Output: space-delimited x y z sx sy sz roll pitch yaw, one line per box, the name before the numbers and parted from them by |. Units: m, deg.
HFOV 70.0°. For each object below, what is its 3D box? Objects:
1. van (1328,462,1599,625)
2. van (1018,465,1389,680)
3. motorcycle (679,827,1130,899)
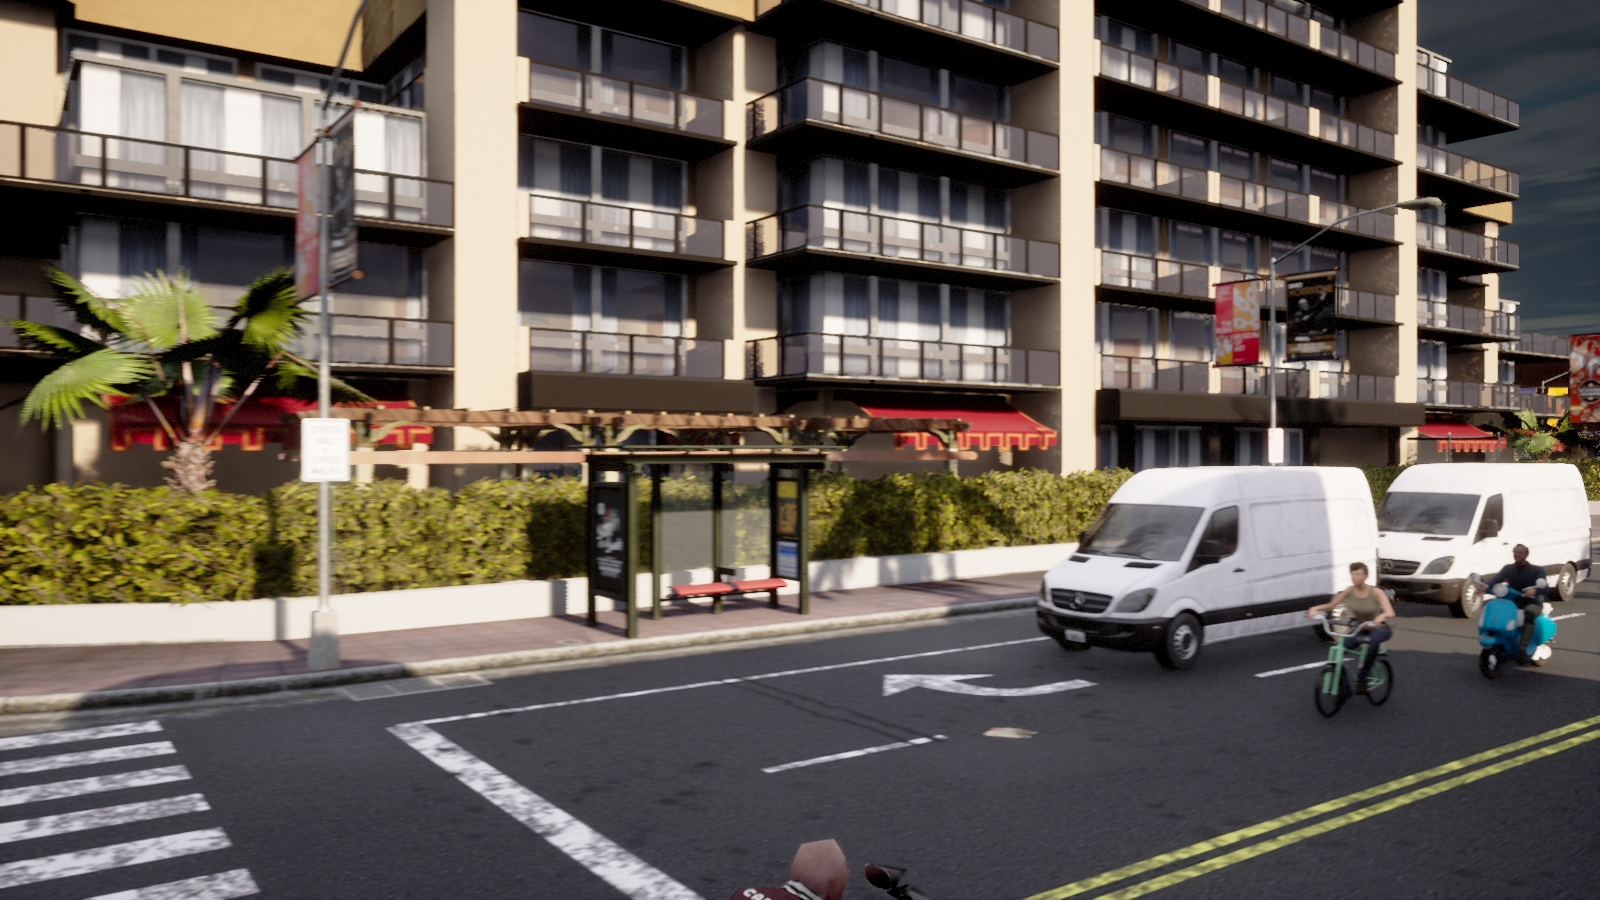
van | 12.241 1.534 20.902 5.915 2.561 1.988 0 0 -35
van | 5.971 1.534 16.503 5.915 2.561 1.988 0 0 -35
motorcycle | 0.021 2.205 3.793 2.209 1.251 0.867 0 0 -35
